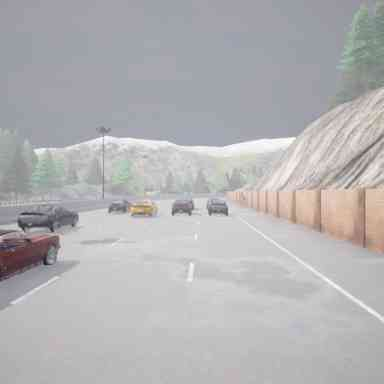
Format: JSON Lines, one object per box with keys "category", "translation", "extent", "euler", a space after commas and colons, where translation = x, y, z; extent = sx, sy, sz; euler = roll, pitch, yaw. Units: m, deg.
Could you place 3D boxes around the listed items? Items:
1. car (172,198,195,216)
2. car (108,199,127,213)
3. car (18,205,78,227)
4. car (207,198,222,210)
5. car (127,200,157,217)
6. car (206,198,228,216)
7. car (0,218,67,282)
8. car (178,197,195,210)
{"category": "car", "translation": [-0.970, 1.505, 33.034], "extent": [1.837, 1.490, 4.892], "euler": [0, 0, 1]}
{"category": "car", "translation": [-7.868, 1.526, 36.611], "extent": [1.812, 1.442, 4.674], "euler": [0, 0, 2]}
{"category": "car", "translation": [-8.369, 1.490, 19.781], "extent": [2.128, 1.511, 4.902], "euler": [0, 0, 2]}
{"category": "car", "translation": [2.834, 1.525, 43.227], "extent": [1.812, 1.442, 4.674], "euler": [0, 0, 2]}
{"category": "car", "translation": [-4.506, 1.477, 31.839], "extent": [1.882, 1.535, 5.008], "euler": [0, 0, 2]}
{"category": "car", "translation": [2.524, 1.491, 32.784], "extent": [2.128, 1.511, 4.902], "euler": [0, 0, 2]}
{"category": "car", "translation": [-5.204, 1.601, 8.596], "extent": [1.895, 1.301, 4.718], "euler": [0, 0, 2]}
{"category": "car", "translation": [-0.659, 1.477, 43.474], "extent": [1.882, 1.535, 5.008], "euler": [0, 0, 2]}
